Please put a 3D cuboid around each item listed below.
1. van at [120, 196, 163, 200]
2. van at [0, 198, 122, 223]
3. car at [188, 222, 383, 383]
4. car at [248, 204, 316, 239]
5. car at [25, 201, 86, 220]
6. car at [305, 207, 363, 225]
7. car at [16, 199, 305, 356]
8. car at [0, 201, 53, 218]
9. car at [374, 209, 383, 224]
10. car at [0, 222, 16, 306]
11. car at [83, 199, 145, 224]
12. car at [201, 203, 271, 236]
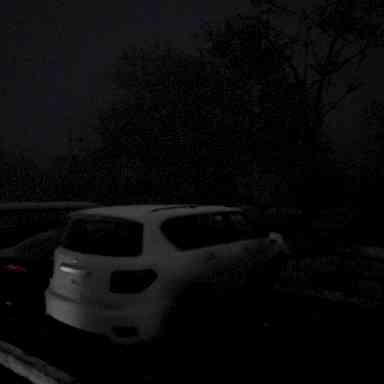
[{"bbox_3d":[-3.791,1.350,25.338,1.878,1.987,4.442,-1,0,35],"label":"van"},{"bbox_3d":[-4.472,1.297,9.775,1.878,1.987,4.442,0,0,35],"label":"van"},{"bbox_3d":[2.320,1.472,4.804,2.231,1.521,4.892,0,0,35],"label":"car"},{"bbox_3d":[5.223,1.508,18.783,2.097,1.535,5.008,0,0,35],"label":"car"},{"bbox_3d":[-12.924,1.671,31.706,2.097,1.535,5.008,-1,-1,35],"label":"car"},{"bbox_3d":[7.480,1.521,17.151,2.163,1.488,4.792,0,0,35],"label":"car"},{"bbox_3d":[0.049,1.237,6.457,2.435,2.045,5.566,0,0,35],"label":"car"},{"bbox_3d":[-17.464,1.738,34.930,2.097,1.535,5.008,-1,-1,36],"label":"car"},{"bbox_3d":[9.784,1.504,15.586,2.163,1.488,4.792,0,0,35],"label":"car"},{"bbox_3d":[-2.255,1.505,8.051,2.097,1.535,5.008,0,0,35],"label":"car"},{"bbox_3d":[-6.141,1.470,26.830,2.185,1.767,4.553,-1,0,35],"label":"car"},{"bbox_3d":[2.847,1.522,20.250,1.946,1.575,5.366,0,0,35],"label":"car"}]
